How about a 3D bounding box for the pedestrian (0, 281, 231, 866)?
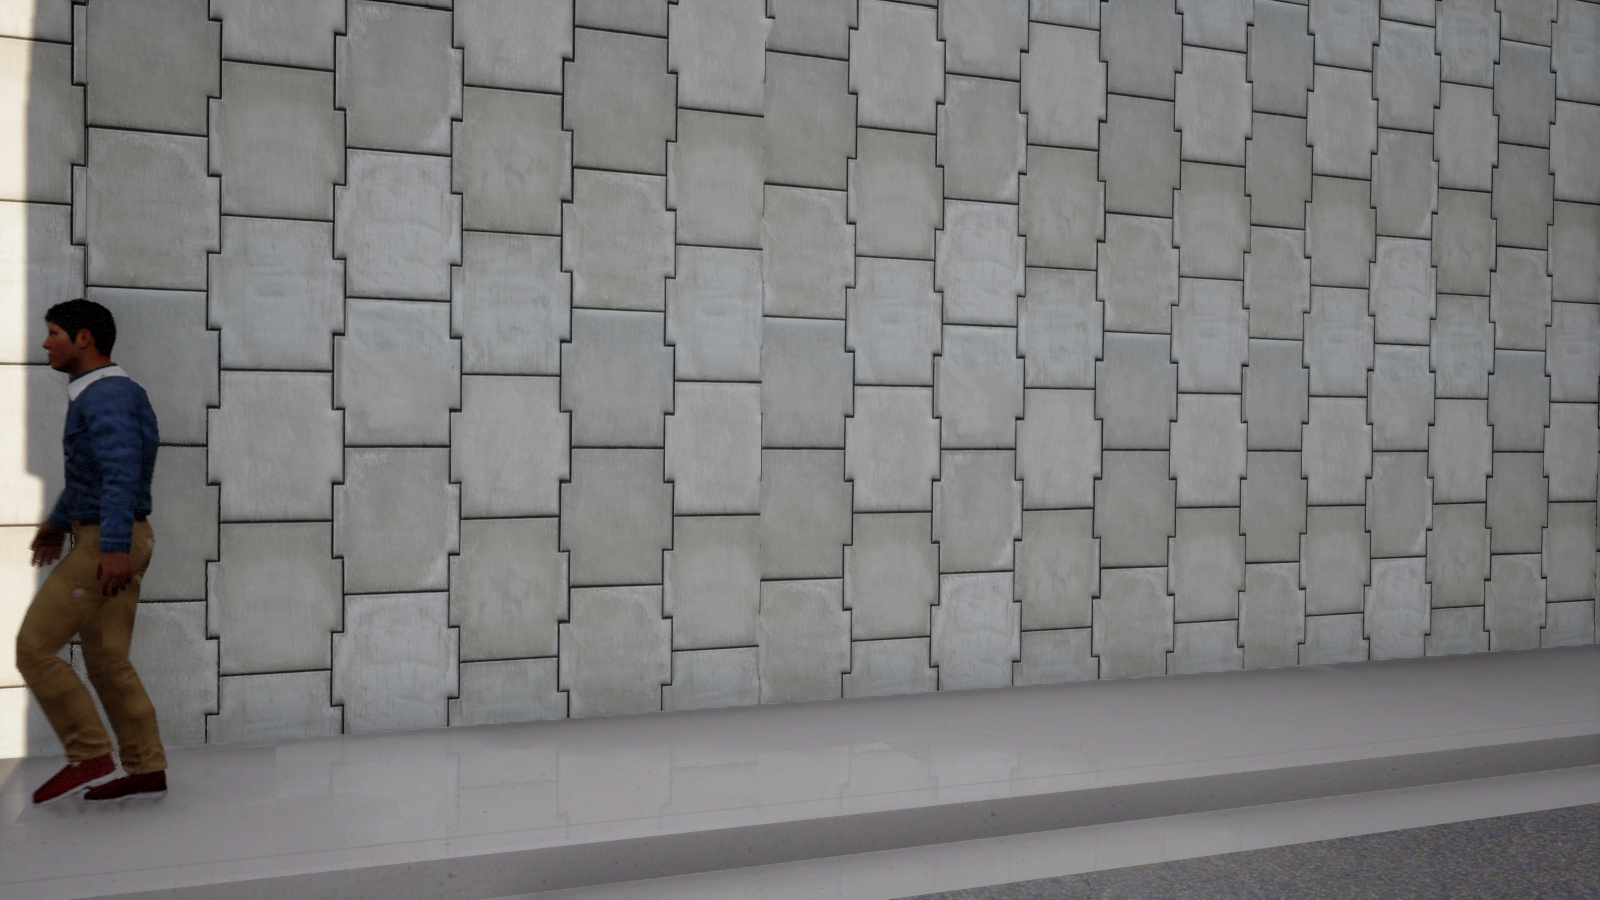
[{"bbox_3d":[-2.492,0.407,4.490,0.788,1.949,0.423,-1,1,-23],"label":"pedestrian"}]
